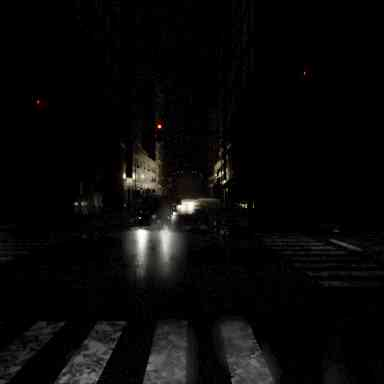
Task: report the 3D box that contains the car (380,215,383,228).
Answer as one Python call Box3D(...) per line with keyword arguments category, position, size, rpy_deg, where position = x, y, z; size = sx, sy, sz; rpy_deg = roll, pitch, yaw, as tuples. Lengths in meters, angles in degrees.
Box3D(category="car", position=(12.339, 1.282, 16.815), size=(5.009, 1.841, 2.192), rpy_deg=(0, 0, 0))

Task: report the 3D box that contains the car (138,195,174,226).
Box3D(category="car", position=(-2.584, 1.215, 23.770), size=(2.150, 2.045, 5.566), rpy_deg=(0, 0, -4))

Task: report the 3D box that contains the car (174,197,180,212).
Box3D(category="car", position=(-2.871, 1.337, 38.757), size=(2.097, 1.767, 4.553), rpy_deg=(0, 0, 0))
